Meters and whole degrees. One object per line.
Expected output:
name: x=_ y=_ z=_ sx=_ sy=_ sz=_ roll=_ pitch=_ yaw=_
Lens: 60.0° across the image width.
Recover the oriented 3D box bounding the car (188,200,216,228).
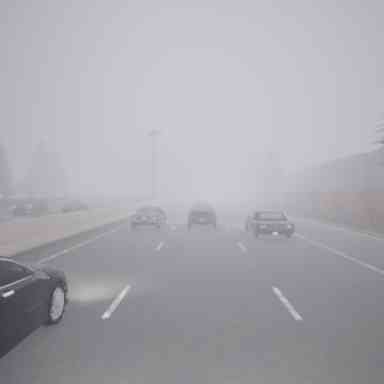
car: x=0.703 y=1.598 z=23.509 sx=1.882 sy=1.535 sz=5.008 roll=0 pitch=0 yaw=1

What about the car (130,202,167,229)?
car: x=-2.825 y=1.651 z=22.520 sx=2.033 sy=1.411 sz=5.357 roll=0 pitch=0 yaw=1

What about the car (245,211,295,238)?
car: x=4.072 y=1.707 z=18.216 sx=1.895 sy=1.301 sz=4.718 roll=0 pitch=0 yaw=1

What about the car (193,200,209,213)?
car: x=1.145 y=1.739 z=41.664 sx=1.812 sy=1.442 sz=4.674 roll=0 pitch=0 yaw=1

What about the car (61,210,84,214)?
car: x=-13.154 y=1.708 z=37.511 sx=1.994 sy=1.385 sz=4.181 roll=0 pitch=0 yaw=2

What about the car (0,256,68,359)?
car: x=-3.220 y=1.516 z=4.233 sx=1.837 sy=1.490 sz=4.892 roll=0 pitch=0 yaw=1
